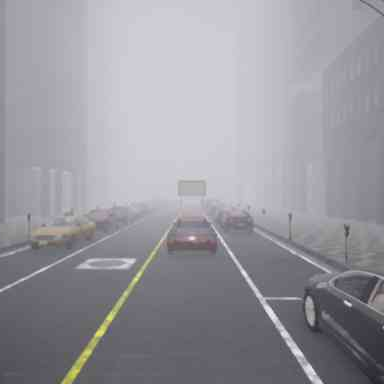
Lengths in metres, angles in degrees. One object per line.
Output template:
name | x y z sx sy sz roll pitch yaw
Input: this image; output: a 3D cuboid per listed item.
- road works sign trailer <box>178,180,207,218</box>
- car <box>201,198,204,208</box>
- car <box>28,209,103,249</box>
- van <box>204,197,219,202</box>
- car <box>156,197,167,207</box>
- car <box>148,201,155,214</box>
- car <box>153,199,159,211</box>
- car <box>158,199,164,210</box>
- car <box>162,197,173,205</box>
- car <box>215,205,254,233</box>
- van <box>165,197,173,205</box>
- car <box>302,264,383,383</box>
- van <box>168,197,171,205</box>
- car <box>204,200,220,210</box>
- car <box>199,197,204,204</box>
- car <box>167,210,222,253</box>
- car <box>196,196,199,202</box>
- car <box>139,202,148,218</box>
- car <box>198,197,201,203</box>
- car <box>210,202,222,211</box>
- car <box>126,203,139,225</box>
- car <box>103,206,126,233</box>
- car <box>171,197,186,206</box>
road works sign trailer | 0.006 0.743 29.200 2.380 3.560 2.880 0 -1 0
car | 2.771 2.029 49.275 2.008 1.369 4.403 0 -1 0
car | -5.760 1.671 15.273 1.752 1.417 4.829 0 -1 0
van | 2.770 1.762 43.641 1.690 1.788 3.998 0 -1 0
car | -5.753 1.977 54.898 1.967 1.590 4.097 0 -1 0
car | -5.756 1.931 37.987 1.947 1.339 4.313 0 -1 0
car | -5.755 2.003 43.624 1.802 1.307 4.206 0 -1 0
car | -5.754 2.045 49.260 1.947 1.339 4.313 0 -1 0
car | -5.749 2.091 77.443 2.192 1.841 5.009 0 -1 0
car | 2.766 1.745 21.095 1.887 1.381 4.507 0 -1 0
van | -5.747 2.178 83.079 1.690 1.788 3.998 0 -1 0
car | 2.762 1.591 4.188 2.008 1.369 4.403 0 -1 0
van | -5.751 1.997 66.171 1.690 1.788 3.998 0 -1 0
car | 2.769 1.916 38.002 2.008 1.369 4.403 0 -1 0
car | 2.774 2.147 60.547 2.008 1.369 4.403 0 -1 0
car | 0.007 1.701 14.317 1.994 1.385 4.181 0 0 0
car | 2.778 2.152 83.092 2.192 1.841 5.009 0 -1 0
car | -5.757 1.833 32.181 1.752 1.417 4.829 0 -1 0
car | 2.776 2.260 71.818 1.887 1.381 4.507 0 -1 0
car | 2.767 1.799 26.731 1.887 1.381 4.507 0 -1 0
car | -5.758 1.820 26.715 1.947 1.339 4.313 0 -1 0
car | -5.759 1.745 21.079 1.887 1.381 4.507 0 -1 0
car | -2.985 2.246 70.969 2.033 1.411 5.357 0 -1 0
